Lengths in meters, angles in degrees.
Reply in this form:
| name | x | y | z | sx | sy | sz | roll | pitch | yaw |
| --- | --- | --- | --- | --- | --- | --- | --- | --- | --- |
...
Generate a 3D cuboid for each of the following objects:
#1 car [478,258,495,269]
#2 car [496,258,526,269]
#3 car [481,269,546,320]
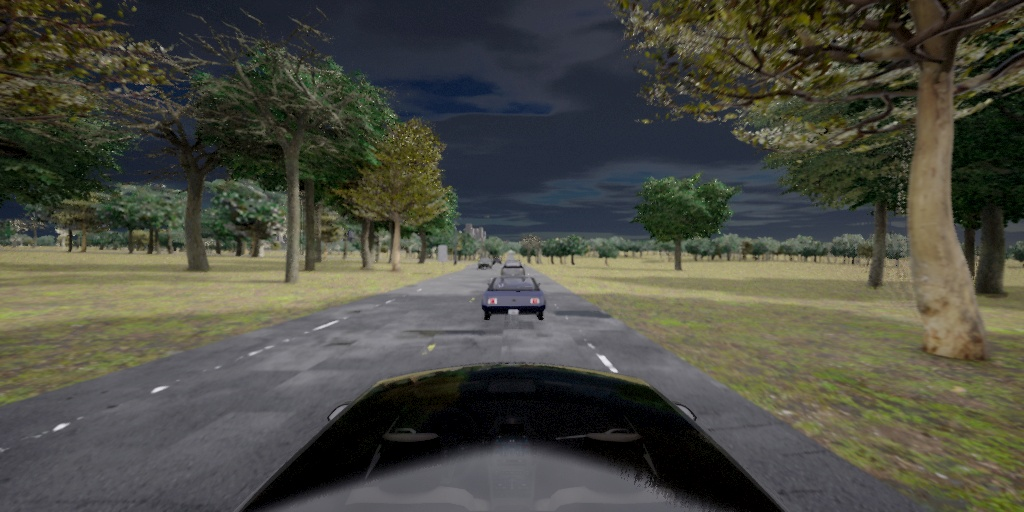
| name | x | y | z | sx | sy | sz | roll | pitch | yaw |
| --- | --- | --- | --- | --- | --- | --- | --- | --- | --- |
| car | -3.970 | 1.039 | 52.971 | 2.097 | 1.767 | 4.553 | 0 | 0 | -4 |
| car | 0.081 | 1.158 | 28.839 | 2.128 | 1.511 | 4.902 | 0 | 0 | 0 |
| car | 0.066 | 1.304 | 12.434 | 1.895 | 1.301 | 4.718 | 0 | 0 | 0 |
